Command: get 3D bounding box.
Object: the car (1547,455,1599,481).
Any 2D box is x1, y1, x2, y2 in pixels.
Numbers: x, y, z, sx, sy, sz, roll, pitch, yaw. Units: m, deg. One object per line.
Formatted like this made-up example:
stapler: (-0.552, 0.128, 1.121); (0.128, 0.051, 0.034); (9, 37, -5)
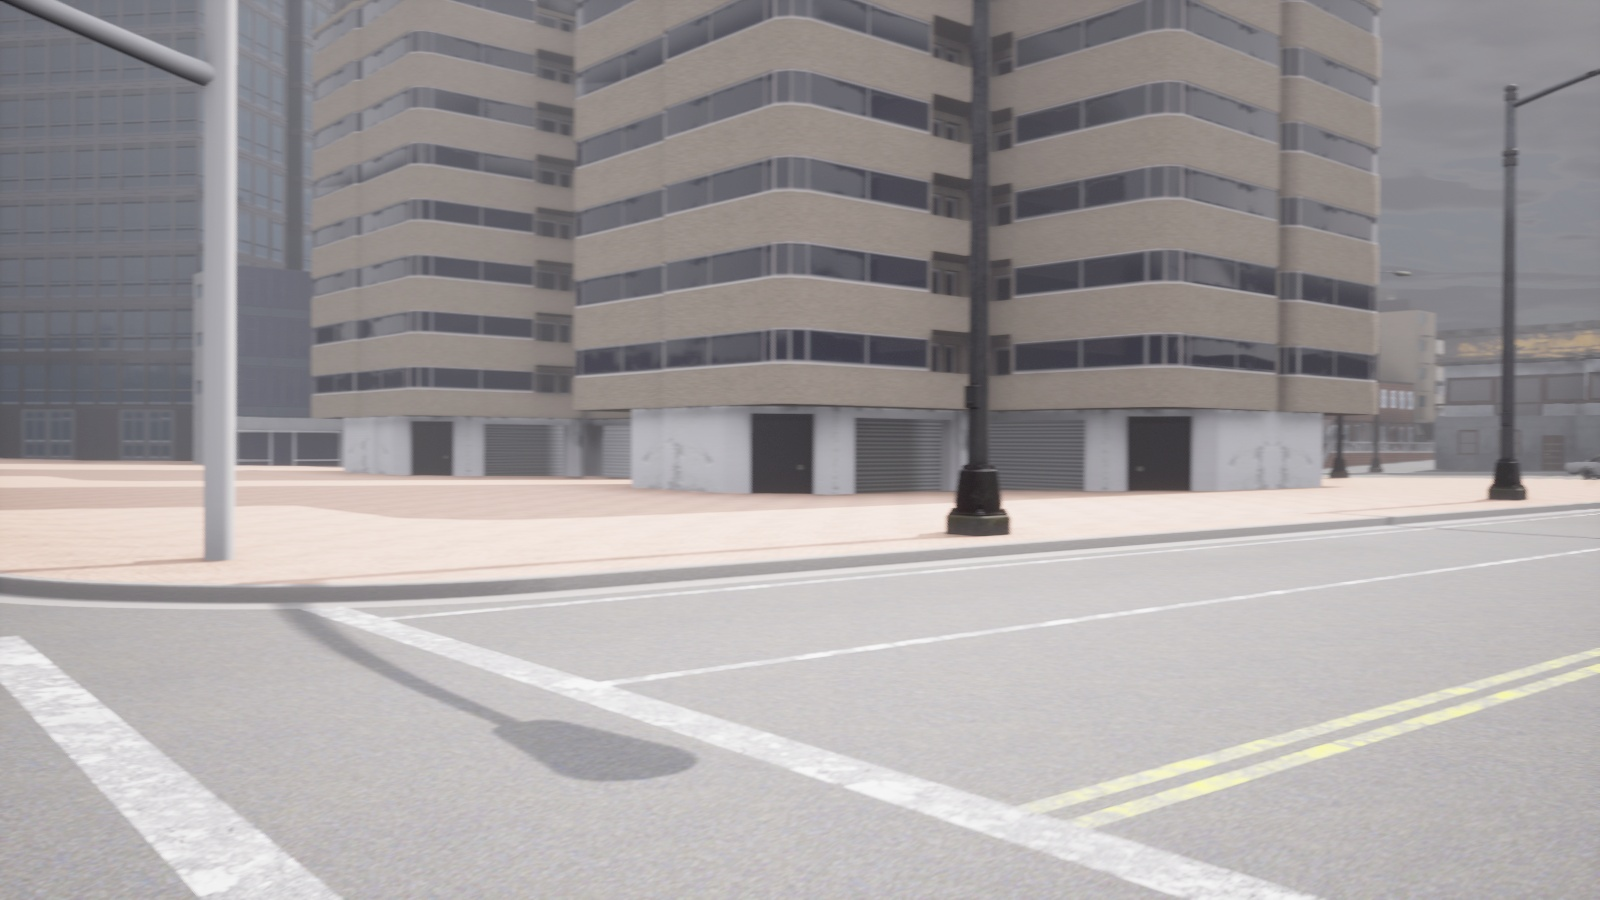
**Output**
car: (39.817, 0.883, 61.961); (1.895, 1.301, 4.718); (0, 0, -42)
